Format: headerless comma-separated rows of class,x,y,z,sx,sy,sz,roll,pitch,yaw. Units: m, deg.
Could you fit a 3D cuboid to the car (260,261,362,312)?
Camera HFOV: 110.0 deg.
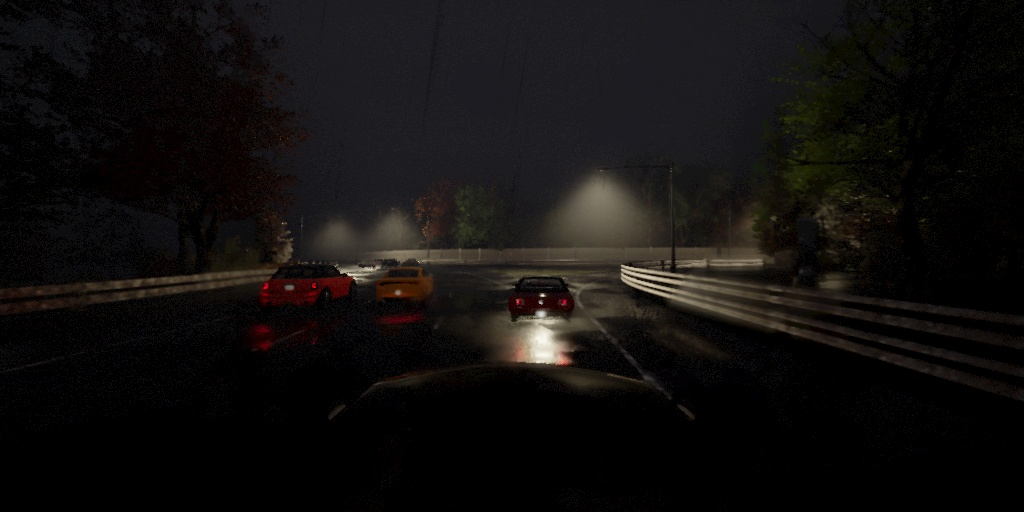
car,-7.943,1.102,14.494,2.097,1.767,4.553,0,0,-7

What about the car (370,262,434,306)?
car,-4.581,1.212,15.851,1.882,1.535,5.008,0,0,-8

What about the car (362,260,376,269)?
car,-23.201,1.309,57.319,1.895,1.301,4.718,0,0,-35

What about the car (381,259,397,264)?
car,-20.220,1.197,59.154,1.837,1.490,4.892,0,0,-35

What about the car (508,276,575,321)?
car,1.008,1.323,12.275,1.895,1.301,4.718,0,0,5

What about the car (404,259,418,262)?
car,-17.255,1.242,61.015,1.994,1.385,4.181,0,0,-35
